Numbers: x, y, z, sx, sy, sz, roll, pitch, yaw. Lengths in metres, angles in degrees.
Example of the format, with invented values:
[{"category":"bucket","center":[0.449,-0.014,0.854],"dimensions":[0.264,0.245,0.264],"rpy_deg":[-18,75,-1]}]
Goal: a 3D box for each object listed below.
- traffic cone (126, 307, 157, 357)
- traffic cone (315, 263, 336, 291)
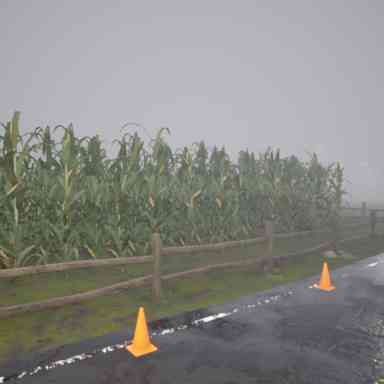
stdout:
[{"category":"traffic cone","center":[-0.721,1.947,4.744],"dimensions":[0.340,0.580,0.340],"rpy_deg":[0,0,-37]},{"category":"traffic cone","center":[3.113,1.948,7.762],"dimensions":[0.340,0.580,0.340],"rpy_deg":[0,0,-40]}]
